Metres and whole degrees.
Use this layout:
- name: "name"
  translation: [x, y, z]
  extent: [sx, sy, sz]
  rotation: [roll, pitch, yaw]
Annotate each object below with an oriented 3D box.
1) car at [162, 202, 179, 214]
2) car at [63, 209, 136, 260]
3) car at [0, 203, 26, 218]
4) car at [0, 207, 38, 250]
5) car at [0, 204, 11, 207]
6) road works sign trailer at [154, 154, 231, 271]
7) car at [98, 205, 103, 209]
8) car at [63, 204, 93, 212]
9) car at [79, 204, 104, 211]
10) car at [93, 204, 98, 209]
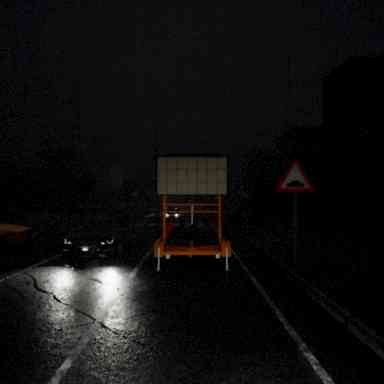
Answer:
- name: "car"
  translation: [-3.320, 2.694, 54.977]
  extent: [2.097, 1.767, 4.553]
  rotation: [0, -2, 0]
- name: "car"
  translation: [-3.370, 1.596, 12.918]
  extent: [1.837, 1.490, 4.892]
  rotation: [0, -1, 0]
- name: "car"
  translation: [-22.018, 2.120, 38.541]
  extent: [4.553, 1.767, 2.185]
  rotation: [0, -2, 0]
- name: "car"
  translation: [-9.394, 1.583, 14.012]
  extent: [5.366, 1.575, 1.946]
  rotation: [0, -1, 0]
- name: "car"
  translation: [-21.953, 2.182, 35.367]
  extent: [4.674, 1.452, 2.002]
  rotation: [0, -2, 0]
- name: "road works sign trailer"
  translation: [0.005, 0.531, 11.096]
  extent: [2.380, 3.560, 2.880]
  rotation: [0, -1, -1]
- name: "car"
  translation: [-21.919, 3.266, 69.405]
  extent: [5.008, 1.535, 2.097]
  rotation: [0, -2, 0]
- name: "car"
  translation: [-21.926, 3.090, 62.858]
  extent: [4.674, 1.452, 2.002]
  rotation: [0, -2, 0]
- name: "car"
  translation: [-21.903, 3.411, 72.550]
  extent: [4.674, 1.452, 2.002]
  rotation: [0, -2, 0]
- name: "car"
  translation: [-21.915, 3.159, 66.133]
  extent: [4.892, 1.521, 2.231]
  rotation: [0, -2, 0]
